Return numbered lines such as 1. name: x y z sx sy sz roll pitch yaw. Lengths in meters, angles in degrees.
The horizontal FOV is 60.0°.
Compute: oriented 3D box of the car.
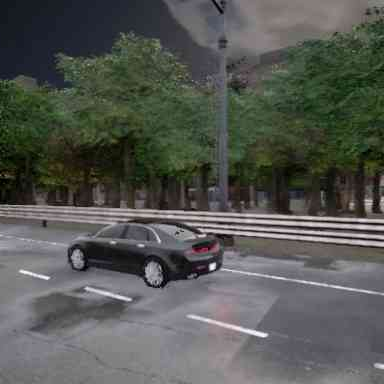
1. car: -1.489 1.513 9.231 4.892 1.490 1.837 0 0 36
